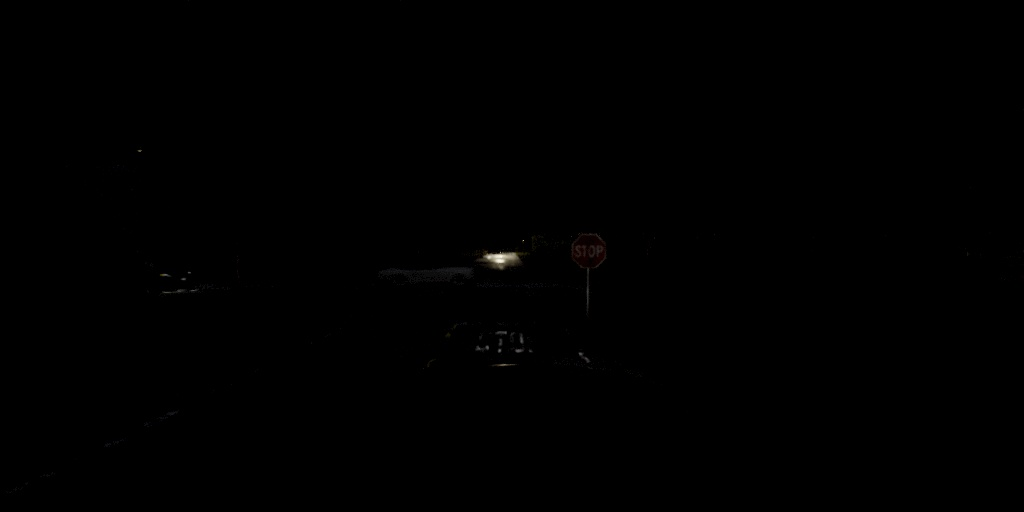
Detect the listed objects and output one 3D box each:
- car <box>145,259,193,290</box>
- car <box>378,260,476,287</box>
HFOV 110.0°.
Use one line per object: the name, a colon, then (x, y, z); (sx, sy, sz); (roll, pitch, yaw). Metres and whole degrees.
car: (-18.682, 0.866, 17.747); (4.674, 1.442, 1.812); (0, 2, -2)
car: (-4.239, 0.871, 18.478); (4.718, 1.301, 1.895); (0, 2, -6)
